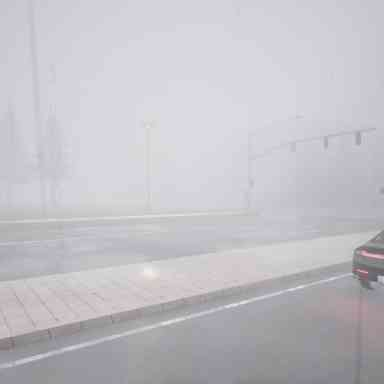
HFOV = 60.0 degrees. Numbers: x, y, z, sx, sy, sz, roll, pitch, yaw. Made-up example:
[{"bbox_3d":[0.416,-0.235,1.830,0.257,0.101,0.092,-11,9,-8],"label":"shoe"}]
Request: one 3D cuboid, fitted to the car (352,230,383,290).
[{"bbox_3d":[5.717,1.492,7.848,4.902,1.511,2.128,0,0,-36],"label":"car"}]
